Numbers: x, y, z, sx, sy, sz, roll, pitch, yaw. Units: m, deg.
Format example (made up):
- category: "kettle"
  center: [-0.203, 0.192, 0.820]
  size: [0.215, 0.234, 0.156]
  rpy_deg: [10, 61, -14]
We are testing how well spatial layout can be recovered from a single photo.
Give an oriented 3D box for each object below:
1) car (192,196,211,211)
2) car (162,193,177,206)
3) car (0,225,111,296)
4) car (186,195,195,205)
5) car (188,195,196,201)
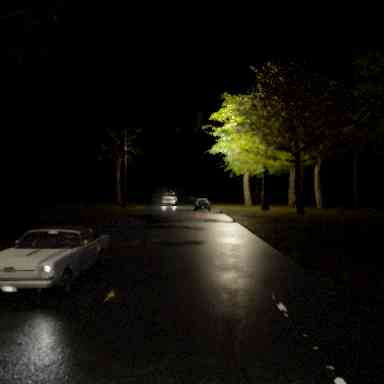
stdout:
- category: "car"
  center: [1.219, 1.482, 39.130]
  size: [1.812, 1.442, 4.674]
  rpy_deg: [0, 0, 0]
- category: "car"
  center: [-3.571, 1.148, 53.225]
  size: [2.150, 2.045, 5.566]
  rpy_deg: [0, 0, 0]
- category: "car"
  center: [-3.603, 1.605, 8.762]
  size: [1.895, 1.301, 4.718]
  rpy_deg: [0, 0, 0]
- category: "car"
  center: [-0.009, 1.482, 56.931]
  size: [1.994, 1.385, 4.181]
  rpy_deg: [0, 0, 0]
- category: "car"
  center: [-0.012, 1.329, 74.045]
  size: [1.895, 1.301, 4.718]
  rpy_deg: [0, 0, 0]
